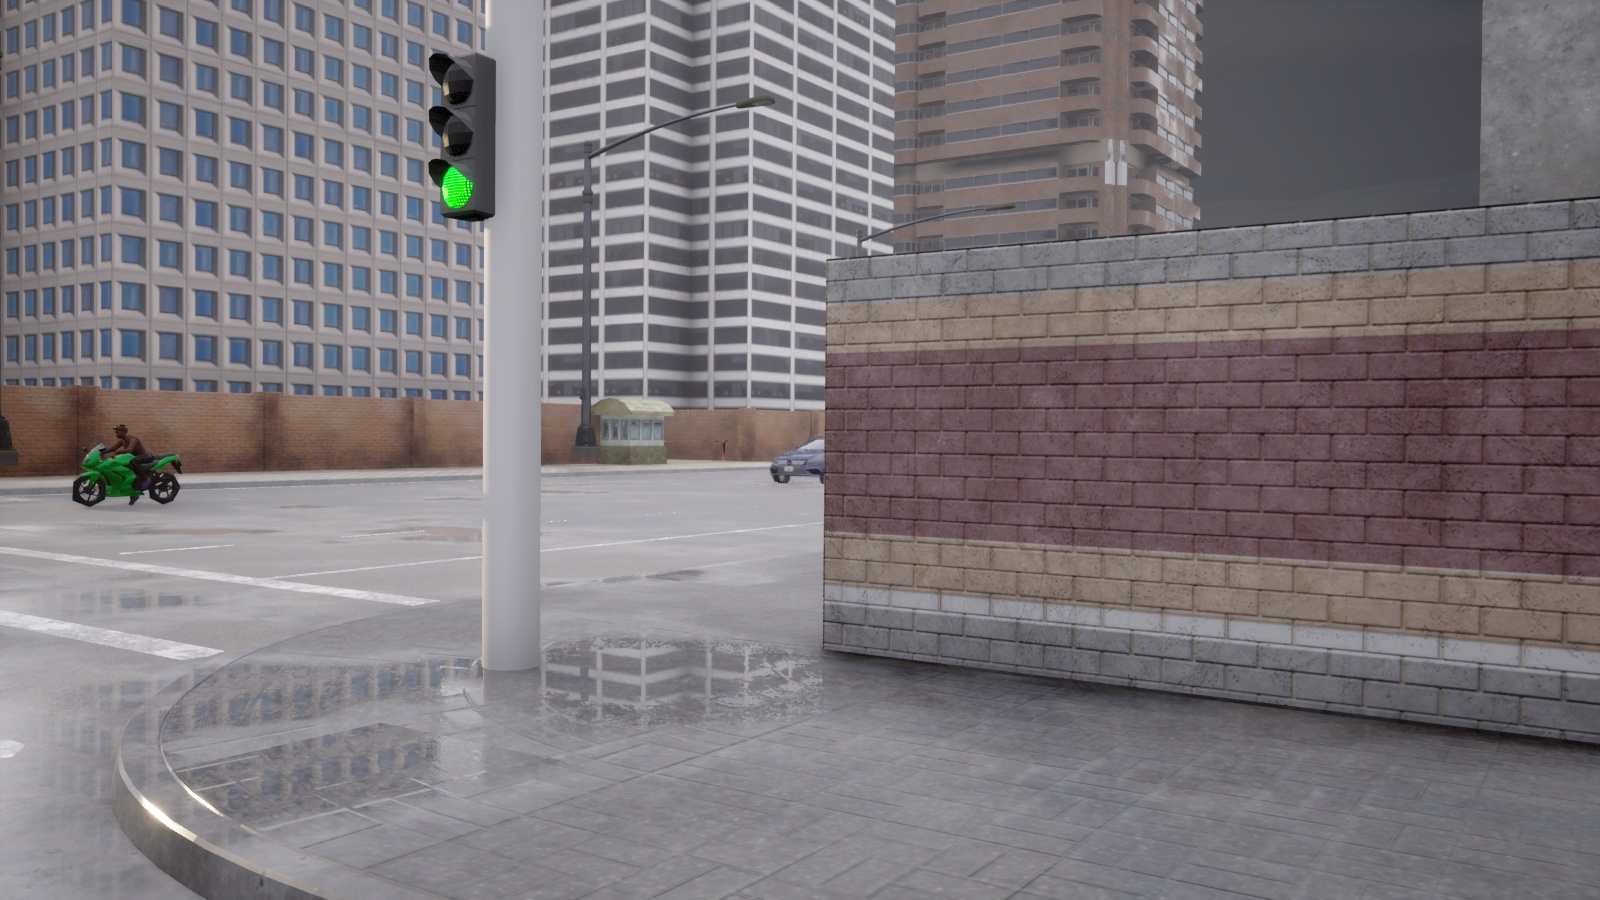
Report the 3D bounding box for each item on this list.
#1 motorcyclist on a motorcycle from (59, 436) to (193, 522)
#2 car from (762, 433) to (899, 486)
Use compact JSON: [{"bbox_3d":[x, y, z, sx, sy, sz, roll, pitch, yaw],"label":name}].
[{"bbox_3d":[-12.533,0.507,23.413,0.797,1.523,2.044,0,1,34],"label":"motorcyclist on a motorcycle"},{"bbox_3d":[0.982,0.241,37.125,1.812,1.442,4.674,0,1,34],"label":"car"}]
